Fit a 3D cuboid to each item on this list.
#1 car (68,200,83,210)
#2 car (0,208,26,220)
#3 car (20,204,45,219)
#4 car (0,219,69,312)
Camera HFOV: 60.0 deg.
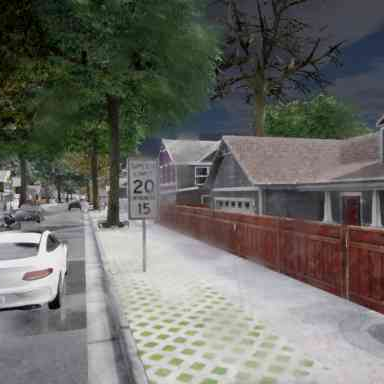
[{"bbox_3d":[-17.615,1.954,50.075,1.837,1.490,4.892,-1,-1,-18],"label":"car"},{"bbox_3d":[-9.708,1.734,16.272,1.994,1.385,4.181,-1,0,-19],"label":"car"},{"bbox_3d":[-13.342,1.761,27.476,1.837,1.490,4.892,-1,0,-18],"label":"car"},{"bbox_3d":[-3.841,1.576,7.480,1.812,1.442,4.674,-1,0,-18],"label":"car"}]
